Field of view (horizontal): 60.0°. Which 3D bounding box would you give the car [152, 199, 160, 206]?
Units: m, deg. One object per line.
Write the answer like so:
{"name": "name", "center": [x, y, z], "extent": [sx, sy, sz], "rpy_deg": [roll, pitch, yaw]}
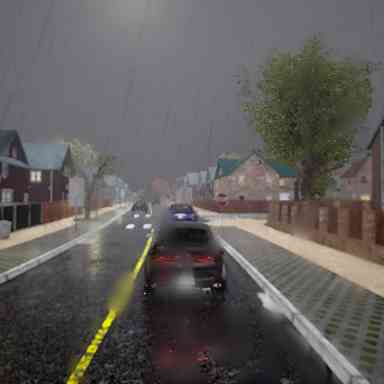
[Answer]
{"name": "car", "center": [-7.588, 2.215, 71.292], "extent": [1.837, 1.490, 4.892], "rpy_deg": [0, -1, -7]}

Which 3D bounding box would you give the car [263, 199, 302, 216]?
{"name": "car", "center": [9.189, 1.528, 32.147], "extent": [4.553, 1.767, 2.097], "rpy_deg": [0, -1, -9]}

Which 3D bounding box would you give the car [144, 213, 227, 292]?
{"name": "car", "center": [-0.215, 1.559, 9.083], "extent": [1.837, 1.490, 4.892], "rpy_deg": [0, 0, -3]}

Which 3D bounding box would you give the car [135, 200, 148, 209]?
{"name": "car", "center": [-8.405, 2.060, 55.704], "extent": [1.994, 1.385, 4.181], "rpy_deg": [0, -1, -8]}

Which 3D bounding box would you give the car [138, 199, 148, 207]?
{"name": "car", "center": [-9.974, 2.219, 68.339], "extent": [2.033, 1.411, 5.357], "rpy_deg": [0, -1, -7]}

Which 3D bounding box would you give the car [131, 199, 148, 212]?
{"name": "car", "center": [-6.722, 1.902, 42.850], "extent": [1.994, 1.385, 4.181], "rpy_deg": [0, -1, -7]}

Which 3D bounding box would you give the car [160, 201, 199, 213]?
{"name": "car", "center": [-0.649, 1.499, 21.598], "extent": [2.097, 1.767, 4.553], "rpy_deg": [0, 0, 1]}

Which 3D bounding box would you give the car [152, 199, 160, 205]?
{"name": "car", "center": [-8.947, 2.378, 81.649], "extent": [1.895, 1.301, 4.718], "rpy_deg": [0, -1, -7]}
